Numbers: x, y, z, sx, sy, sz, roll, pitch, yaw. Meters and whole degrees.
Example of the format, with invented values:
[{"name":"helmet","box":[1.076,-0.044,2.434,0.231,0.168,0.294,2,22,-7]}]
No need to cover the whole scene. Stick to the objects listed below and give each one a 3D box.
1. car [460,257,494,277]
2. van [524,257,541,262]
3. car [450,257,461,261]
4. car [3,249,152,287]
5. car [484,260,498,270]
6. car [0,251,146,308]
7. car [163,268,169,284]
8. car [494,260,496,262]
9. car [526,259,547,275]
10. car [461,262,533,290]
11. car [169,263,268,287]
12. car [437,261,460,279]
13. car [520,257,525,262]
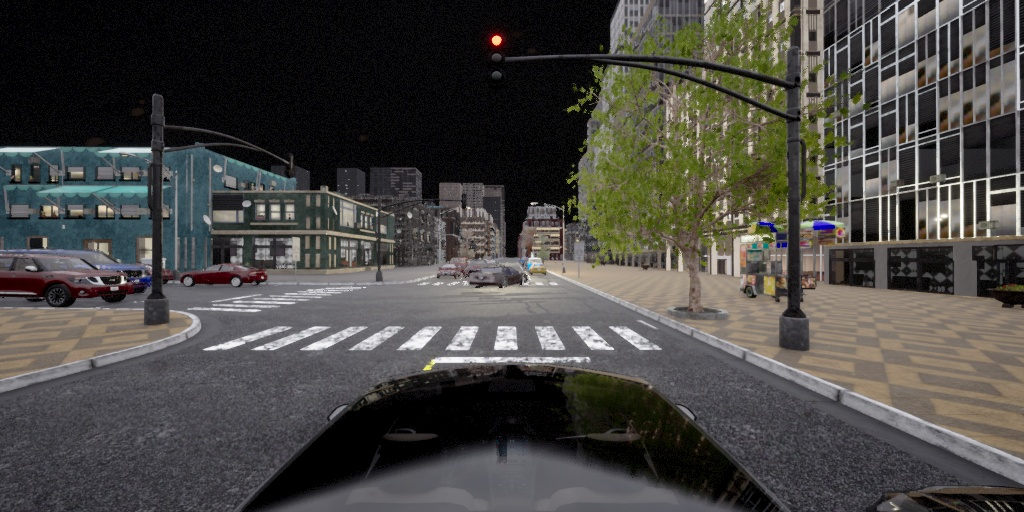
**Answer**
[{"name":"car","box":[-3.069,1.104,32.220,2.097,1.767,4.553,0,0,0]},{"name":"van","box":[2.732,1.094,43.621,1.690,1.789,3.998,0,0,0]},{"name":"car","box":[-5.654,1.067,38.075,2.192,1.841,5.009,0,0,0]},{"name":"car","box":[-19.263,0.747,15.715,5.566,2.045,2.150,0,0,-1]},{"name":"car","box":[-3.041,1.280,52.216,1.812,1.442,4.674,0,0,0]},{"name":"car","box":[-17.147,0.850,13.147,5.009,1.841,2.192,0,0,-1]},{"name":"car","box":[-22.801,1.090,21.454,4.207,1.307,1.802,0,0,-1]},{"name":"car","box":[-3.060,1.317,42.134,1.994,1.385,4.181,0,0,0]},{"name":"car","box":[2.727,1.278,38.239,1.751,1.417,4.829,0,0,0]},{"name":"car","box":[-0.764,1.299,22.791,2.033,1.411,5.357,0,0,24]},{"name":"car","box":[-17.257,1.121,21.527,4.507,1.381,1.888,0,0,-1]},{"name":"car","box":[-5.659,1.334,32.524,1.802,1.307,4.207,0,0,0]},{"name":"car","box":[2.742,1.305,54.723,2.007,1.370,4.403,0,0,0]}]
